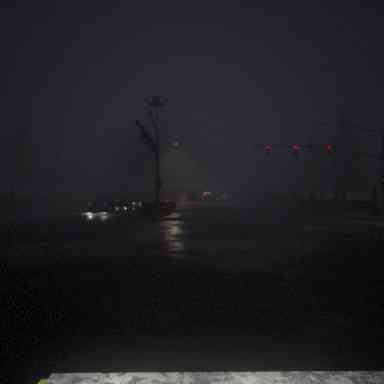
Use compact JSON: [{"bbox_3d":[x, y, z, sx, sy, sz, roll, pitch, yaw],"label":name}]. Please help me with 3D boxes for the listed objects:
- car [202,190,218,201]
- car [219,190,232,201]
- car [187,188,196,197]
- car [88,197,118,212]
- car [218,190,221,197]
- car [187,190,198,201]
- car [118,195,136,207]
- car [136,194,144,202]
[{"bbox_3d":[3.569,0.992,67.949,2.128,1.511,4.902,0,4,0],"label":"car"},{"bbox_3d":[7.071,1.036,67.806,1.812,1.442,4.674,0,4,0],"label":"car"},{"bbox_3d":[-0.074,0.184,78.152,2.128,1.511,4.902,0,7,0],"label":"car"},{"bbox_3d":[-10.556,1.352,39.048,2.097,1.767,4.553,0,0,0],"label":"car"},{"bbox_3d":[6.927,0.206,77.999,1.812,1.442,4.674,0,7,0],"label":"car"},{"bbox_3d":[0.070,0.841,68.103,2.097,1.767,4.553,0,4,0],"label":"car"},{"bbox_3d":[-10.557,1.545,51.999,2.033,1.411,5.357,0,0,0],"label":"car"},{"bbox_3d":[-10.545,1.148,65.785,1.812,1.442,4.674,0,3,0],"label":"car"}]
